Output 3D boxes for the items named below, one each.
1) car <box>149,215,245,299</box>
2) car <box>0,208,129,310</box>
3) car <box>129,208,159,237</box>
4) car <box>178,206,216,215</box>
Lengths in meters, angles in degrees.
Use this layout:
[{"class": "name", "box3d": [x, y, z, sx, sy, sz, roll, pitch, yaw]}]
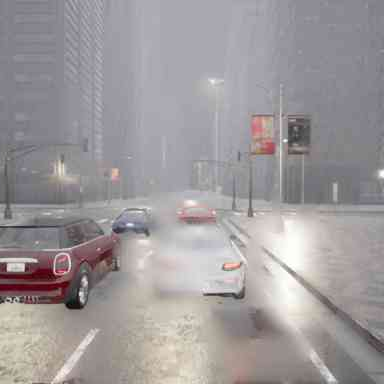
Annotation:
[{"class": "car", "box3d": [0.182, 1.523, 8.309, 1.812, 1.442, 4.674, 0, 0, 0]}, {"class": "car", "box3d": [-3.085, 1.350, 7.996, 2.097, 1.767, 4.553, 0, 0, 0]}, {"class": "car", "box3d": [-2.984, 1.556, 18.129, 1.994, 1.385, 4.181, 0, 0, 1]}, {"class": "car", "box3d": [0.263, 1.470, 17.638, 1.882, 1.535, 5.008, 0, 0, 0]}]
